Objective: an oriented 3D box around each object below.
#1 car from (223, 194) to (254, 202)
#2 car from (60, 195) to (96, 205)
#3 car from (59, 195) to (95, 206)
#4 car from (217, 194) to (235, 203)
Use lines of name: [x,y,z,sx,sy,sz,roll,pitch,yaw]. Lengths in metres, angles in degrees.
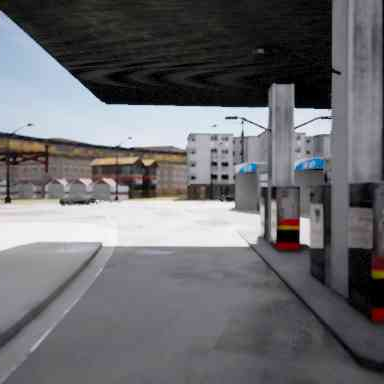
car: [8.573,1.088,62.078,5.357,1.411,2.033,0,0,-10]
car: [-17.010,1.179,49.675,1.895,1.301,4.718,0,1,45]
car: [-15.953,1.177,45.476,1.994,1.385,4.181,0,0,43]
car: [6.858,1.070,58.060,4.892,1.490,1.837,0,0,-12]
